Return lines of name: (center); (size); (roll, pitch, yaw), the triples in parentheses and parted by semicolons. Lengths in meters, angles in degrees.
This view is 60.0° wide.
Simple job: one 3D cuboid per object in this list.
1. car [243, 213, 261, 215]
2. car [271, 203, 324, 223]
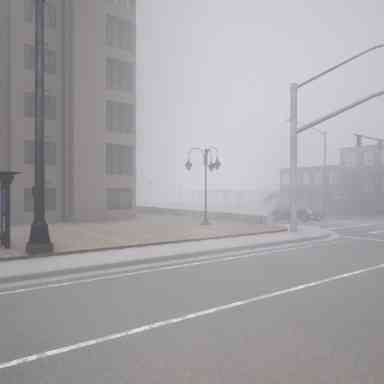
car: (6.311, 3.252, 39.237); (1.812, 1.442, 4.674); (0, -11, -36)
car: (9.134, 1.744, 29.112); (2.097, 1.767, 4.553); (1, -5, -36)
